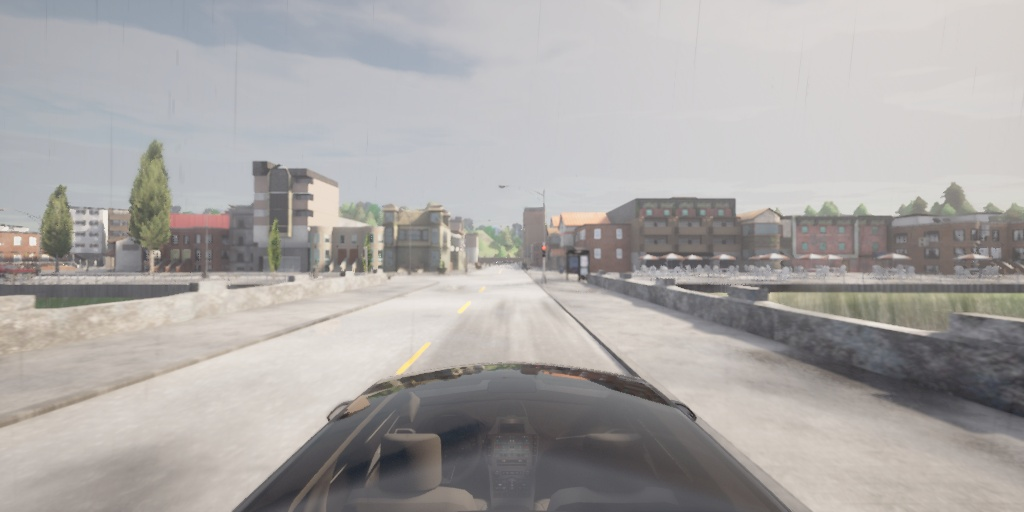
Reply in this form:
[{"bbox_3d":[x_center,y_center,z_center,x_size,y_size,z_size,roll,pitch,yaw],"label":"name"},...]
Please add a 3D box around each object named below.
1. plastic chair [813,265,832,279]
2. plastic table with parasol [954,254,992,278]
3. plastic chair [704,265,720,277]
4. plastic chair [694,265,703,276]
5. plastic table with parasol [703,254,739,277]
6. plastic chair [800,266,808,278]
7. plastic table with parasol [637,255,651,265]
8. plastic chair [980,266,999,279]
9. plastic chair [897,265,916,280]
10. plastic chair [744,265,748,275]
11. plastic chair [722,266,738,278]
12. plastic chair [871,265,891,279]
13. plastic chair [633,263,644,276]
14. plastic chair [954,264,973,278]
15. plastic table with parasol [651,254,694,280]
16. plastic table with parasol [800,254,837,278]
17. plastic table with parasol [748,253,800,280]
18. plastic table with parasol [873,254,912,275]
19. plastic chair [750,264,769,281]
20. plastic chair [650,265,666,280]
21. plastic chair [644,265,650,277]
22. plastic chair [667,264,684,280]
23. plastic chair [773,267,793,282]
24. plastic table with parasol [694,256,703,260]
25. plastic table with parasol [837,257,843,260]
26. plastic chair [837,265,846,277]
[{"bbox_3d":[30.489,1.636,35.217,0.750,1.272,0.730,0,0,0],"label":"plastic chair"},{"bbox_3d":[47.989,1.054,37.320,2.482,2.480,2.482,0,0,0],"label":"plastic table with parasol"},{"bbox_3d":[21.689,1.675,38.916,0.730,1.272,0.750,0,0,0],"label":"plastic chair"},{"bbox_3d":[22.488,1.722,43.316,0.750,1.272,0.730,0,0,0],"label":"plastic chair"},{"bbox_3d":[22.889,1.071,38.866,2.482,2.480,2.482,0,0,0],"label":"plastic table with parasol"},{"bbox_3d":[29.321,1.651,36.613,0.730,1.272,0.750,0,0,-1],"label":"plastic chair"},{"bbox_3d":[15.908,1.103,41.895,2.482,2.480,2.482,0,0,0],"label":"plastic table with parasol"},{"bbox_3d":[47.889,1.643,35.820,0.750,1.272,0.730,0,0,0],"label":"plastic chair"},{"bbox_3d":[37.790,1.625,34.219,0.750,1.272,0.730,0,0,0],"label":"plastic chair"},{"bbox_3d":[28.788,1.725,43.617,0.730,1.272,0.750,0,0,0],"label":"plastic chair"},{"bbox_3d":[22.789,1.660,37.516,0.750,1.272,0.730,0,0,0],"label":"plastic chair"},{"bbox_3d":[36.652,1.640,35.616,0.730,1.272,0.750,0,0,0],"label":"plastic chair"},{"bbox_3d":[14.688,1.708,42.015,0.730,1.272,0.750,0,0,0],"label":"plastic chair"},{"bbox_3d":[46.789,1.657,37.220,0.730,1.272,0.750,0,0,0],"label":"plastic chair"},{"bbox_3d":[15.160,1.020,34.075,2.482,2.480,2.482,0,0,0],"label":"plastic table with parasol"},{"bbox_3d":[30.499,1.045,36.497,2.482,2.480,2.482,0,0,0],"label":"plastic table with parasol"},{"bbox_3d":[23.790,1.005,32.667,2.482,2.480,2.482,0,0,0],"label":"plastic table with parasol"},{"bbox_3d":[37.780,1.035,35.529,2.482,2.480,2.482,0,0,0],"label":"plastic table with parasol"},{"bbox_3d":[22.590,1.609,32.716,0.730,1.272,0.750,0,0,0],"label":"plastic chair"},{"bbox_3d":[13.890,1.625,34.215,0.730,1.272,0.750,0,0,0],"label":"plastic chair"},{"bbox_3d":[15.789,1.693,40.615,0.750,1.272,0.730,0,0,0],"label":"plastic chair"},{"bbox_3d":[14.990,1.610,32.815,0.750,1.272,0.730,0,0,0],"label":"plastic chair"},{"bbox_3d":[23.690,1.594,31.317,0.750,1.272,0.730,0,0,0],"label":"plastic chair"},{"bbox_3d":[22.498,1.133,44.786,2.482,2.480,2.482,0,0,0],"label":"plastic table with parasol"},{"bbox_3d":[37.418,1.107,42.278,2.482,2.480,2.482,0,0,0],"label":"plastic table with parasol"},{"bbox_3d":[37.389,1.695,40.818,0.750,1.272,0.730,0,0,0],"label":"plastic chair"}]
